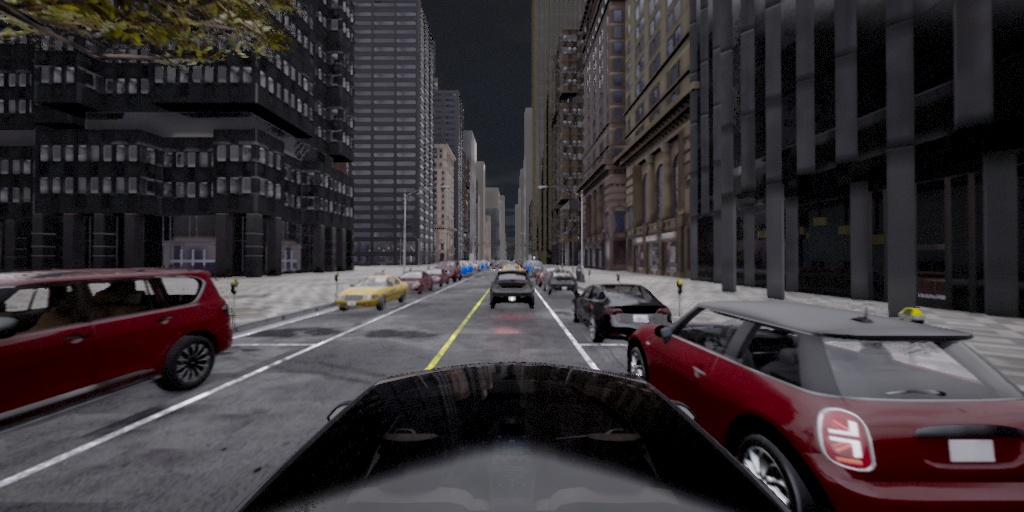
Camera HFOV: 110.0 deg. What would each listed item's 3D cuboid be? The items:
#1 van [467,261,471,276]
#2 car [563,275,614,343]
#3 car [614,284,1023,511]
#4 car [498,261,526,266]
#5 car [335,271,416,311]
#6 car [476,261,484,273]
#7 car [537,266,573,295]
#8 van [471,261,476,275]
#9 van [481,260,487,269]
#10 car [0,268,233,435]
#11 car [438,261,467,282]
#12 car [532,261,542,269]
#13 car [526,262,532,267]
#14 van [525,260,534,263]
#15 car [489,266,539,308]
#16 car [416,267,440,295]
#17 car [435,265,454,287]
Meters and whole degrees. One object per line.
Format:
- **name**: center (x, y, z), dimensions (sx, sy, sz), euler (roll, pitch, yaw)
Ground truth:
- **van**: center (-5.746, 1.439, 38.145), dimensions (1.690, 1.789, 3.998), euler (0, 0, 0)
- **car**: center (2.766, 1.392, 9.764), dimensions (1.948, 1.339, 4.313), euler (0, 0, 0)
- **car**: center (2.763, 1.212, 4.086), dimensions (1.967, 1.591, 4.097), euler (0, 0, 0)
- **car**: center (0.019, 1.511, 31.321), dimensions (1.882, 1.535, 5.008), euler (0, 0, 0)
- **car**: center (-5.757, 1.405, 15.266), dimensions (1.751, 1.417, 4.829), euler (0, 0, 0)
- **car**: center (-5.739, 1.848, 55.176), dimensions (1.802, 1.307, 4.207), euler (0, 0, 0)
- **car**: center (2.771, 1.485, 21.118), dimensions (2.007, 1.370, 4.403), euler (0, 0, 0)
- **van**: center (-5.744, 1.495, 43.822), dimensions (1.690, 1.789, 3.998), euler (0, 0, 0)
- **van**: center (-5.736, 1.663, 60.853), dimensions (1.690, 1.789, 3.998), euler (0, 0, 0)
- **car**: center (-5.761, 1.086, 4.081), dimensions (2.192, 1.841, 5.009), euler (0, 0, 0)
- **car**: center (-5.749, 1.358, 32.467), dimensions (2.192, 1.841, 5.009), euler (0, 0, 0)
- **car**: center (2.774, 1.429, 26.795), dimensions (1.967, 1.591, 4.097), euler (0, 0, 0)
- **car**: center (2.779, 1.649, 38.150), dimensions (2.007, 1.370, 4.403), euler (0, 0, 0)
- **van**: center (2.781, 1.495, 43.828), dimensions (1.690, 1.789, 3.998), euler (0, 0, 0)
- **car**: center (0.010, 1.394, 16.148), dimensions (1.837, 1.490, 4.892), euler (0, 0, 0)
- **car**: center (-5.754, 1.516, 21.113), dimensions (1.802, 1.307, 4.207), euler (0, 0, 0)
- **car**: center (-5.751, 1.571, 26.790), dimensions (1.802, 1.307, 4.207), euler (0, 0, 0)
